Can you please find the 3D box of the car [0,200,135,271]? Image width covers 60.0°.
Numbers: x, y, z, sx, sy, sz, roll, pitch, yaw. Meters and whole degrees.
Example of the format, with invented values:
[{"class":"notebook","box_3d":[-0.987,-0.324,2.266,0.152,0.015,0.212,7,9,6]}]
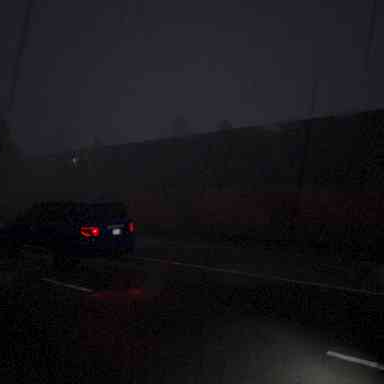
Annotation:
[{"class":"car","box_3d":[-4.423,1.293,11.449,5.566,2.045,2.150,0,0,36]}]
